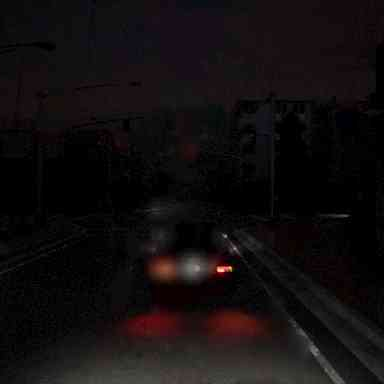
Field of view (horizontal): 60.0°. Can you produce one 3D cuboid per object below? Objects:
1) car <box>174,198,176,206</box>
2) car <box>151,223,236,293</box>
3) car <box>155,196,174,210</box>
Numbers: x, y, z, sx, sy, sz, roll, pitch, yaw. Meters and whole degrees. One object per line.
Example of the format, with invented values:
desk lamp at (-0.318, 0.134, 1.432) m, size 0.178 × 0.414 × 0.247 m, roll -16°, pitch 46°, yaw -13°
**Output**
car at (-3.722, 1.477, 55.527) m, size 1.882 × 1.535 × 5.008 m, roll 0°, pitch 0°, yaw 0°
car at (0.036, 1.547, 8.960) m, size 2.033 × 1.411 × 5.357 m, roll 0°, pitch 0°, yaw 0°
car at (-3.703, 1.507, 43.785) m, size 1.837 × 1.490 × 4.892 m, roll 0°, pitch -1°, yaw 0°
